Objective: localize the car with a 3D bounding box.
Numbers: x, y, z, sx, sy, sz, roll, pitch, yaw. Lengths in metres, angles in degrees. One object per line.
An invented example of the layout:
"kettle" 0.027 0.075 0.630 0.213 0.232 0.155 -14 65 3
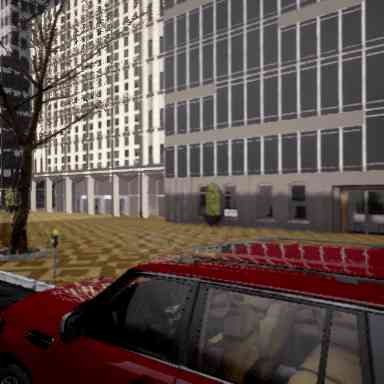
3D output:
"car" 0.379 1.315 2.611 5.009 1.841 2.192 0 0 35
